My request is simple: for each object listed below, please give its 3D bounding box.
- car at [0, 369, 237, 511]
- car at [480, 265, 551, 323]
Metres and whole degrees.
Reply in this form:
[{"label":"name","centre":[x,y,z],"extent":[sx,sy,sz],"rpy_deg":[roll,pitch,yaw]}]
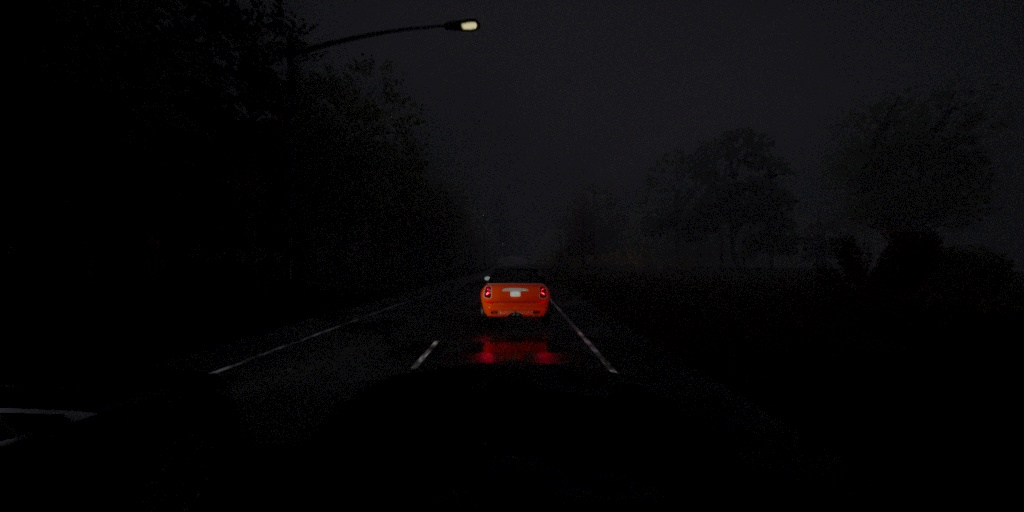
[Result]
[{"label":"car","centre":[-3.364,1.242,1.180],"extent":[2.128,1.511,4.902],"rpy_deg":[0,0,1]},{"label":"car","centre":[0.098,1.094,12.277],"extent":[2.097,1.767,4.553],"rpy_deg":[0,0,0]}]
